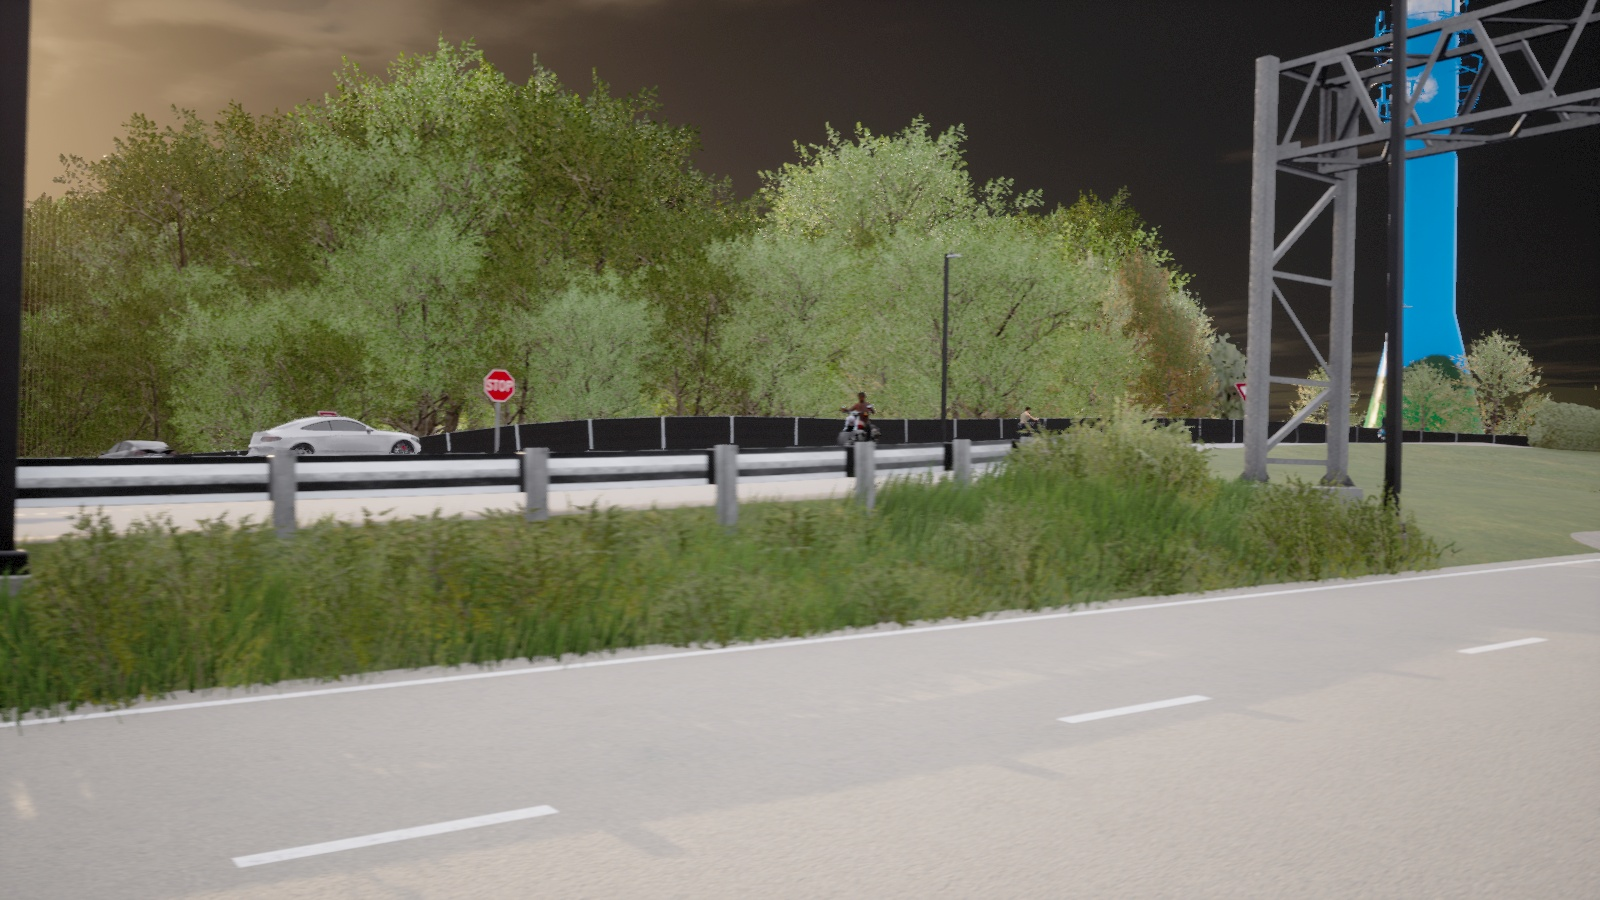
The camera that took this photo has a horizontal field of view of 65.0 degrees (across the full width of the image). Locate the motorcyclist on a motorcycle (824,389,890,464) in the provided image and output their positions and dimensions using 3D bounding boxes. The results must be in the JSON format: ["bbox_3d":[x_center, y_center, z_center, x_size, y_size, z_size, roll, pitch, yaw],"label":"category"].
[{"bbox_3d":[1.316,-0.539,28.654,0.766,1.649,2.350,0,1,22],"label":"motorcyclist on a motorcycle"}]

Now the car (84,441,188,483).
[{"bbox_3d":[-26.347,0.509,49.778,4.792,1.488,2.163,-3,-3,43],"label":"car"}]

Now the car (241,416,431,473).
[{"bbox_3d":[-13.104,-0.180,35.668,4.674,1.442,1.812,-3,1,-41],"label":"car"}]

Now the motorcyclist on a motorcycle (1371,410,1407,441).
[{"bbox_3d":[30.578,-1.281,65.195,1.817,1.590,0.866,-1,0,-32],"label":"motorcyclist on a motorcycle"}]
